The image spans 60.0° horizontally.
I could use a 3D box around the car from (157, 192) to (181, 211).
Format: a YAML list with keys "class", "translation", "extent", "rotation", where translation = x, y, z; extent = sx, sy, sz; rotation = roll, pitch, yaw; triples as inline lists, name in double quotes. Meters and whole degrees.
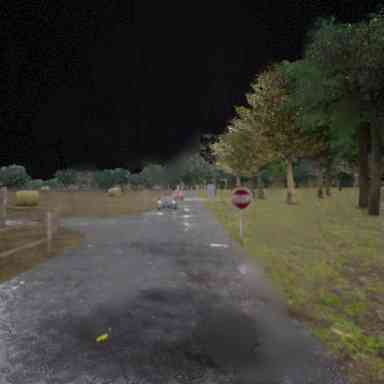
- class: "car"
  translation: [-2.729, 1.129, 37.770]
  extent: [2.097, 1.767, 4.553]
  rotation: [0, 0, 0]

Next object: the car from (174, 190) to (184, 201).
- class: "car"
  translation: [-2.712, 0.699, 64.920]
  extent: [2.150, 2.045, 5.566]
  rotation: [0, 1, 0]
